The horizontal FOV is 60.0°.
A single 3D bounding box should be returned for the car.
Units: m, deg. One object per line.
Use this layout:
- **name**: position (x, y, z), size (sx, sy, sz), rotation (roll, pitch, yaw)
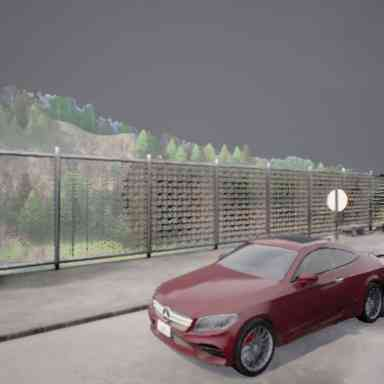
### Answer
- **car**: position (1.537, 1.511, 5.652), size (4.674, 1.442, 1.812), rotation (0, 0, -35)
